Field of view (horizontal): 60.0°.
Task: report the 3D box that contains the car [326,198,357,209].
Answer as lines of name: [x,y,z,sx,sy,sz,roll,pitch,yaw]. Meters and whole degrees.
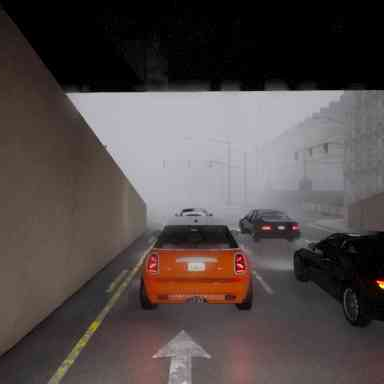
car: [17.558,1.295,38.944,1.853,1.218,4.536,0,0,45]

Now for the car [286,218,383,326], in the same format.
car: [3.584,1.526,6.914,1.812,1.442,4.674,0,0,0]

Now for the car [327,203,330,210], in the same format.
car: [17.522,1.453,38.907,2.038,1.542,4.974,0,0,45]

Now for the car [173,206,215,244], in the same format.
car: [0.093,1.526,16.735,1.812,1.442,4.674,0,0,0]

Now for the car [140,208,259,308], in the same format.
car: [0.086,1.352,8.057,2.097,1.767,4.553,0,0,0]

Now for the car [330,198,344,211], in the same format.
car: [17.419,1.453,34.300,2.038,1.542,4.974,0,0,-35]

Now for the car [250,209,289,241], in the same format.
car: [3.626,1.547,16.406,2.033,1.411,5.357,0,0,-3]
